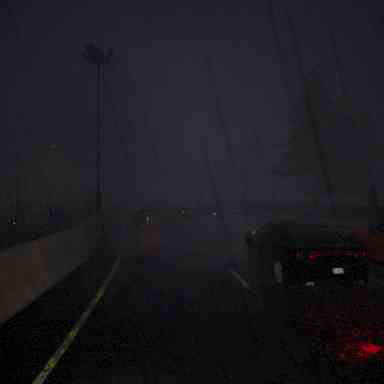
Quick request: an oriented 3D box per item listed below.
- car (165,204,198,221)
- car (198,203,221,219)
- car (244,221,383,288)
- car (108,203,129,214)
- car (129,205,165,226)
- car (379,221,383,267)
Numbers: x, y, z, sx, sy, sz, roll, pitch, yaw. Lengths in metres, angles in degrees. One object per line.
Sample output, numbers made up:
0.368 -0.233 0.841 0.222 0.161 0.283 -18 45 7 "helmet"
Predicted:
-1.514 1.857 31.141 2.033 1.411 5.357 0 -1 -18 "car"
1.387 1.826 33.316 1.837 1.490 4.892 0 -1 -18 "car"
2.903 1.563 9.602 1.882 1.535 5.008 0 -1 -5 "car"
-9.079 2.030 40.998 1.895 1.301 4.718 0 -1 -24 "car"
-3.600 1.764 25.635 1.837 1.490 4.892 0 -2 -14 "car"
6.398 1.426 9.546 2.097 1.767 4.553 0 -1 -5 "car"
